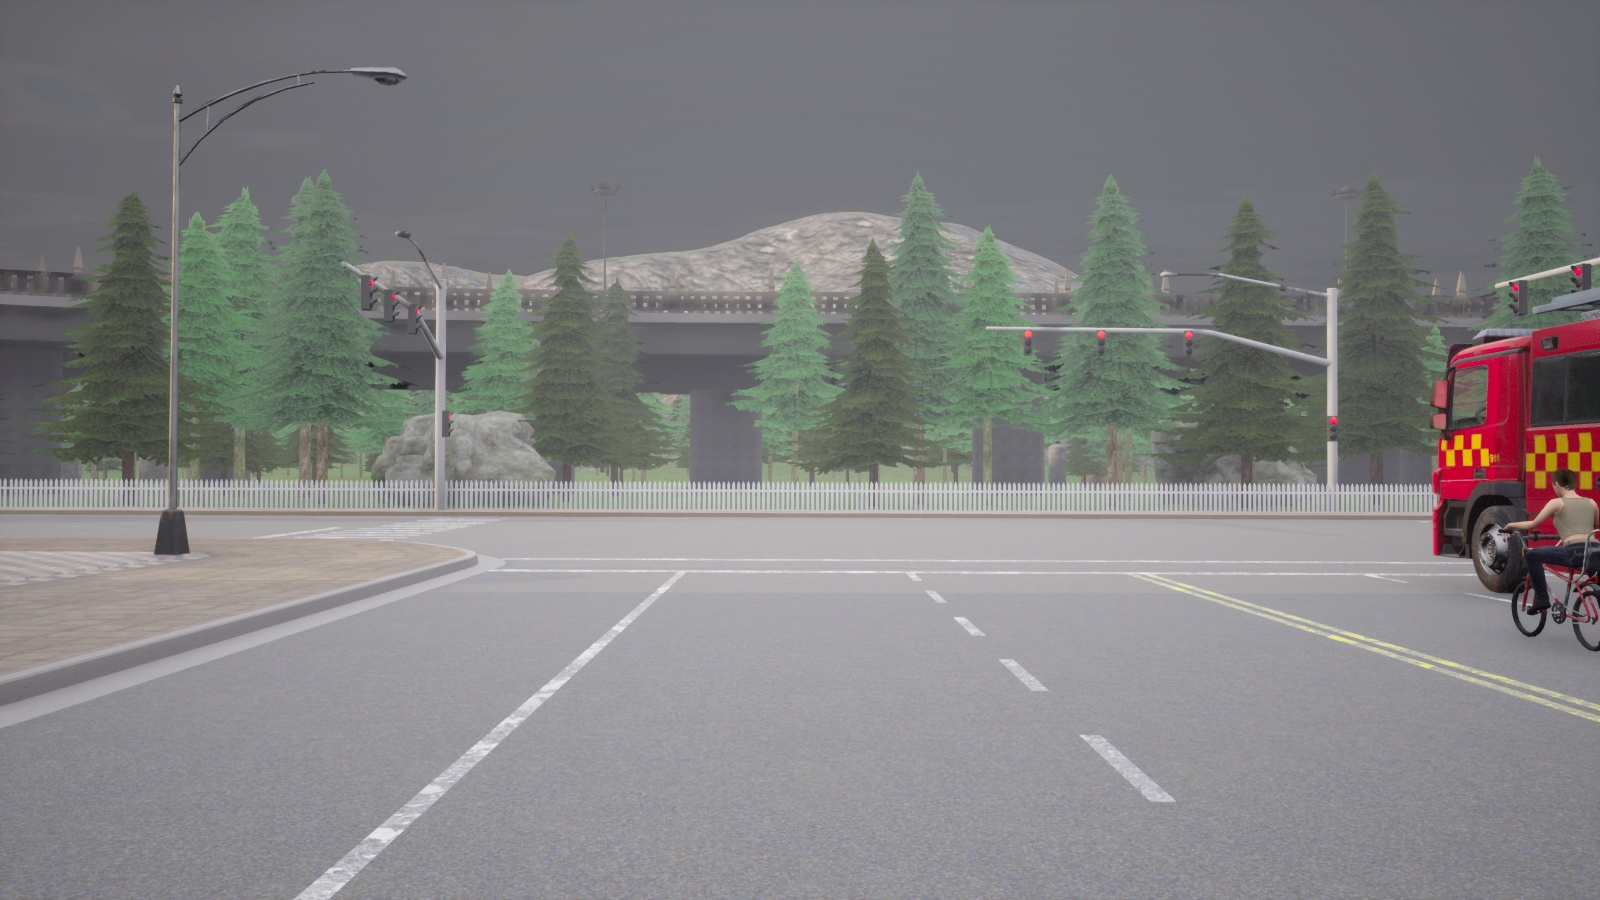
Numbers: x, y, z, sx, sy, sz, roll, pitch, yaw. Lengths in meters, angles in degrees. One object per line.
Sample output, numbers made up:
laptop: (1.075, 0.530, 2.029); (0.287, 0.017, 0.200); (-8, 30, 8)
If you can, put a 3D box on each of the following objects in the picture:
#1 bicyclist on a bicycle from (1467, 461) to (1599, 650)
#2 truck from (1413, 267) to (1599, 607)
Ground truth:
bicyclist on a bicycle: (6.975, 0.916, 11.527); (0.866, 1.612, 1.509); (0, -1, 0)
truck: (10.458, -0.154, 14.170); (2.891, 3.827, 8.468); (0, -1, 0)
